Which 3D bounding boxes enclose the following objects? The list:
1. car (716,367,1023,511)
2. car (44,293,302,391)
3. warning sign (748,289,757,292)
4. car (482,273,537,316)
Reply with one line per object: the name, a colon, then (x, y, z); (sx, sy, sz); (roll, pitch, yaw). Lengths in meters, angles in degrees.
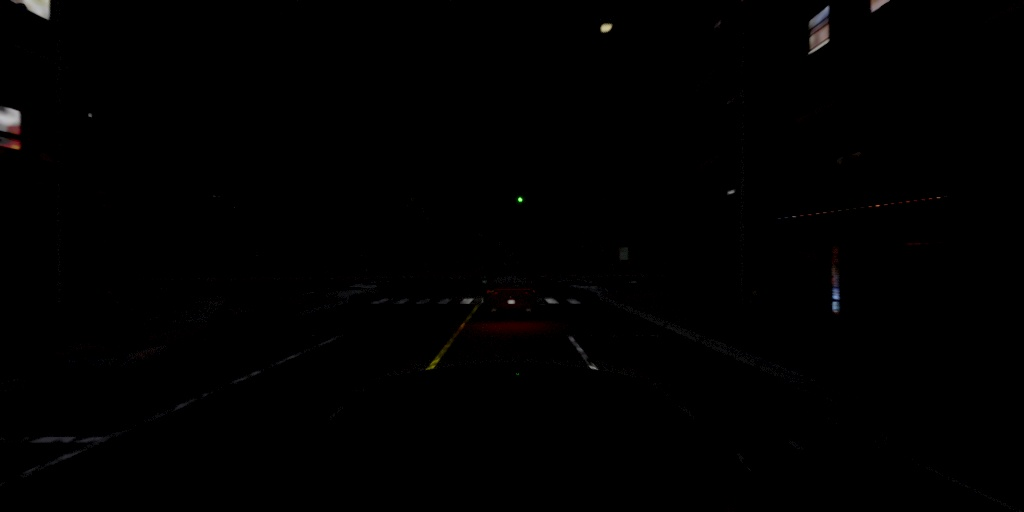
car: (2.690, 1.186, 1.419); (1.967, 1.591, 4.097); (0, 0, 0)
car: (-5.787, 1.399, 6.890); (1.802, 1.307, 4.207); (0, 0, 0)
warning sign: (16.656, 1.257, 23.966); (1.060, 1.860, 1.300); (0, 0, -9)
car: (-0.163, 1.390, 14.251); (1.882, 1.535, 5.008); (0, -1, -3)
